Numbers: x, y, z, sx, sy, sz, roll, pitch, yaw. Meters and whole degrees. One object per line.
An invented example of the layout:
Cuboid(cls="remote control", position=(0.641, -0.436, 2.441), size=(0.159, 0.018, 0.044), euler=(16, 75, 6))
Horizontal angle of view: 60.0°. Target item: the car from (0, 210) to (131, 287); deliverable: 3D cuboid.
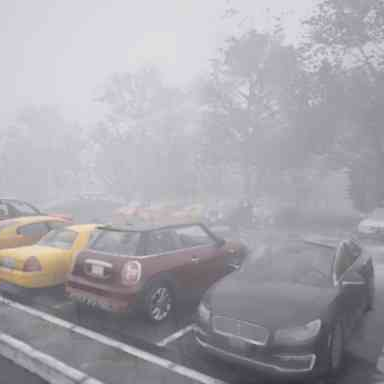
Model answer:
Cuboid(cls="car", position=(-2.452, 1.520, 9.321), size=(1.946, 1.575, 5.366), euler=(0, 0, 36))

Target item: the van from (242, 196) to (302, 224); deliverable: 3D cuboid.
Cuboid(cls="van", position=(4.999, 1.295, 19.702), size=(1.878, 1.987, 4.442), euler=(0, 0, 36))

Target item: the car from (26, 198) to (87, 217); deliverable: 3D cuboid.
Cuboid(cls="car", position=(-13.221, 1.419, 32.773), size=(1.946, 1.575, 5.366), euler=(1, 1, 36))

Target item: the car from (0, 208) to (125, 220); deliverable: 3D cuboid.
Cuboid(cls="car", position=(-4.820, 1.524, 10.796), size=(2.097, 1.535, 5.008), euler=(0, 0, 36))

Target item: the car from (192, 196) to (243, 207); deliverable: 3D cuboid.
Cuboid(cls="car", position=(2.792, 1.271, 21.404), size=(2.435, 2.045, 5.566), euler=(0, 0, 36))

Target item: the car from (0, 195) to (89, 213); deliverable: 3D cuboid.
Cuboid(cls="car", position=(-7.057, 1.274, 12.452), size=(2.435, 2.045, 5.566), euler=(0, 0, 36))

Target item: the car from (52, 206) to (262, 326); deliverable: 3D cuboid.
Cuboid(cls="car", position=(-0.423, 1.396, 7.590), size=(2.185, 1.767, 4.553), euler=(0, 0, 36))

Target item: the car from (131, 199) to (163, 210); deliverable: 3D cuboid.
Cuboid(cls="car", position=(-1.810, 1.524, 24.756), size=(2.097, 1.535, 5.008), euler=(0, 0, 36))

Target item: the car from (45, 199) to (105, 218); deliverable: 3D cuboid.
Cuboid(cls="car", position=(-10.848, 1.459, 31.295), size=(2.097, 1.535, 5.008), euler=(1, 1, 36))

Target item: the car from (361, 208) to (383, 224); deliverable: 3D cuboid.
Cuboid(cls="car", position=(9.584, 1.559, 16.539), size=(2.002, 1.452, 4.674), euler=(0, 0, 36))

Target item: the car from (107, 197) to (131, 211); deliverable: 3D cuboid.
Cuboid(cls="car", position=(-4.047, 1.394, 26.416), size=(2.185, 1.767, 4.553), euler=(0, 0, 36))

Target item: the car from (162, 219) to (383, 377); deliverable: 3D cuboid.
Cuboid(cls="car", position=(1.957, 1.522, 5.918), size=(2.231, 1.521, 4.892), euler=(0, 0, 36))

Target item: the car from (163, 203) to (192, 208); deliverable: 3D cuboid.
Cuboid(cls="car", position=(0.660, 1.520, 23.208), size=(1.946, 1.575, 5.366), euler=(0, 0, 36))

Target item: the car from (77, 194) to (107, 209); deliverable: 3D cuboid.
Cuboid(cls="car", position=(-8.572, 1.236, 29.680), size=(2.435, 2.045, 5.566), euler=(1, 0, 36))
